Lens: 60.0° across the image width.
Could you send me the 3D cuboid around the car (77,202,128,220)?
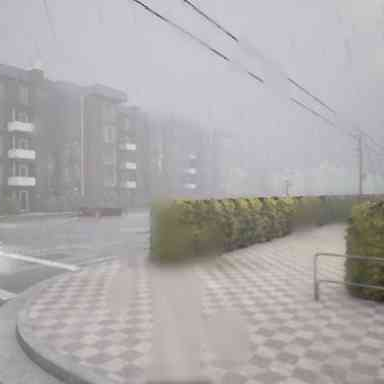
[{"bbox_3d":[-8.211,1.653,30.876,1.882,1.535,5.008,-1,0,36],"label":"car"}]
